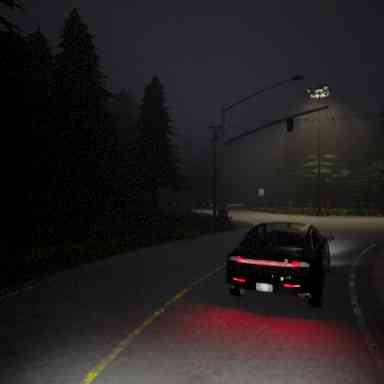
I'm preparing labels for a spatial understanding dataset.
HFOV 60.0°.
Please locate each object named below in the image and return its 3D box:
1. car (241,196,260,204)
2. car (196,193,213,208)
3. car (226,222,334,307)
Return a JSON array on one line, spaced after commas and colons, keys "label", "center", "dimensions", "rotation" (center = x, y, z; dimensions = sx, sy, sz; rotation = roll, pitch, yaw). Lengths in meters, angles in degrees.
[{"label": "car", "center": [10.848, 1.462, 61.572], "dimensions": [2.128, 1.511, 4.902], "rotation": [0, 0, 39]}, {"label": "car", "center": [1.810, 1.207, 43.325], "dimensions": [2.150, 2.045, 5.566], "rotation": [0, 0, 7]}, {"label": "car", "center": [2.296, 1.484, 8.128], "dimensions": [2.128, 1.511, 4.902], "rotation": [0, 0, 25]}]
